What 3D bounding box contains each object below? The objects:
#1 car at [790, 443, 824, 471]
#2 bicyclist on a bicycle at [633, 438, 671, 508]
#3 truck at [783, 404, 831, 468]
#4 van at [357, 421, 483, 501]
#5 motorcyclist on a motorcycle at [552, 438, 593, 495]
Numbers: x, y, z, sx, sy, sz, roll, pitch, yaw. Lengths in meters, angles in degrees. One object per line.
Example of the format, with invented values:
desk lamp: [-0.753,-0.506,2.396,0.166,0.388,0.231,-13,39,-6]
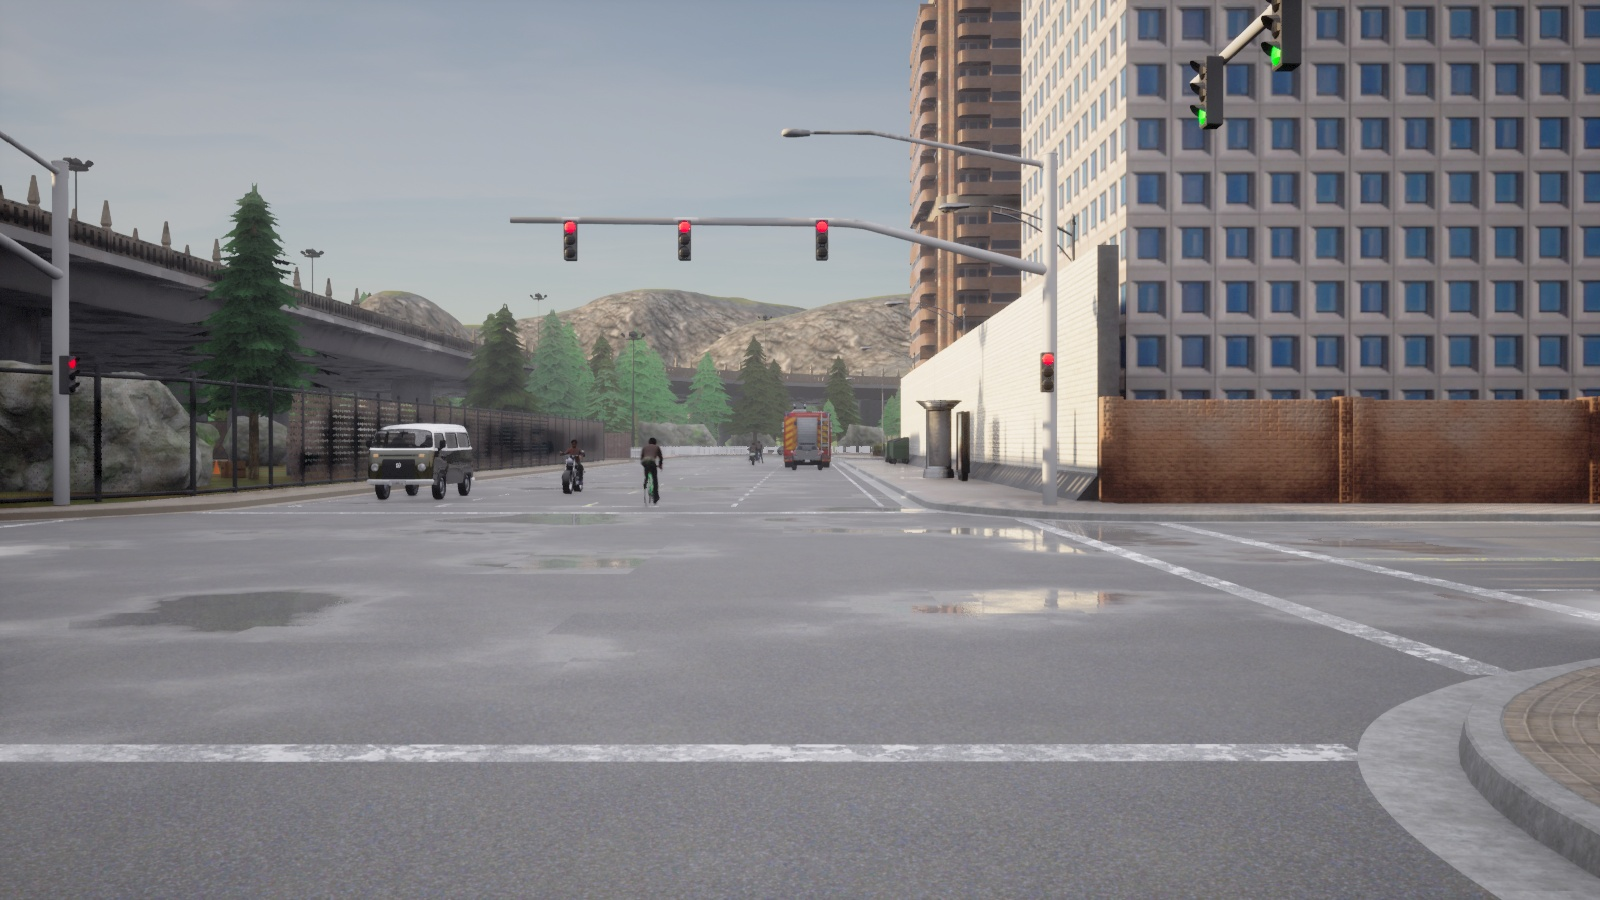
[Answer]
car: [0.392,0.371,69.075,1.845,1.501,3.633,0,0,0]
bicyclist on a bicycle: [-3.485,0.528,29.672,0.582,1.620,1.656,0,0,4]
truck: [0.448,-0.864,79.257,2.891,3.827,8.468,0,0,0]
van: [-10.298,0.267,34.391,2.069,2.038,4.480,0,0,0]
motorcyclist on a motorcycle: [-6.781,0.480,37.514,0.766,1.649,2.350,0,0,0]
